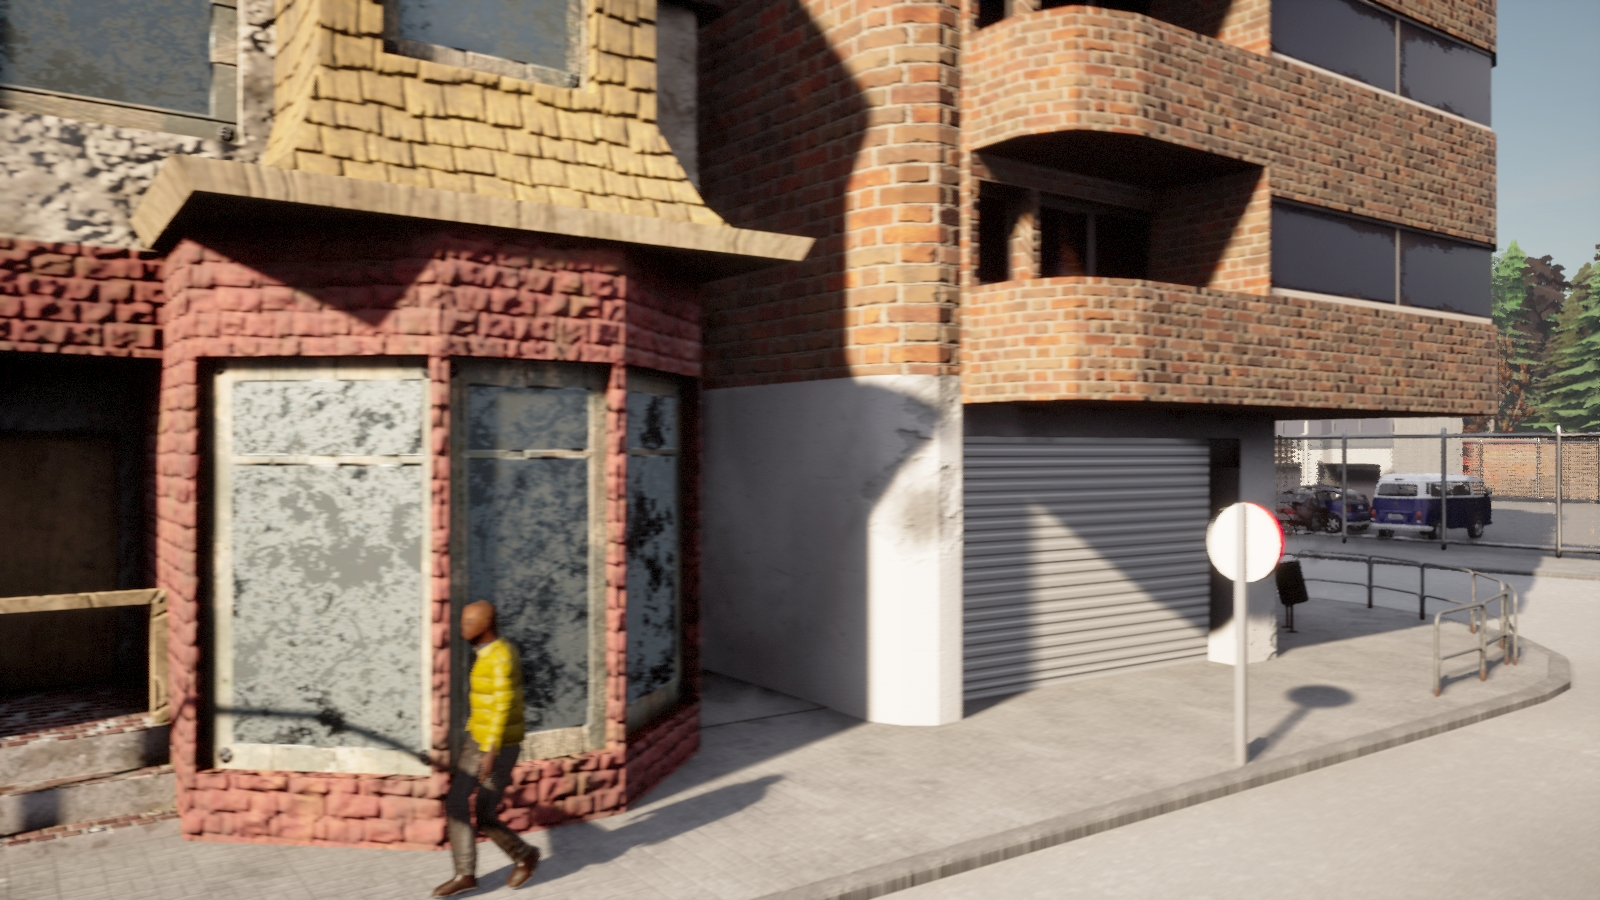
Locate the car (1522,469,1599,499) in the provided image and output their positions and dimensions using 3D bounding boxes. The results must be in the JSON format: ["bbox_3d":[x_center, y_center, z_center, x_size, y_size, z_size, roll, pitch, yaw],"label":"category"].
[{"bbox_3d":[42.805,1.850,62.819,2.163,1.488,4.792,0,0,-35],"label":"car"}]

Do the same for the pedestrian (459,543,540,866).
[{"bbox_3d":[-1.843,1.524,7.007,0.375,1.860,0.375,0,0,-35],"label":"pedestrian"}]
